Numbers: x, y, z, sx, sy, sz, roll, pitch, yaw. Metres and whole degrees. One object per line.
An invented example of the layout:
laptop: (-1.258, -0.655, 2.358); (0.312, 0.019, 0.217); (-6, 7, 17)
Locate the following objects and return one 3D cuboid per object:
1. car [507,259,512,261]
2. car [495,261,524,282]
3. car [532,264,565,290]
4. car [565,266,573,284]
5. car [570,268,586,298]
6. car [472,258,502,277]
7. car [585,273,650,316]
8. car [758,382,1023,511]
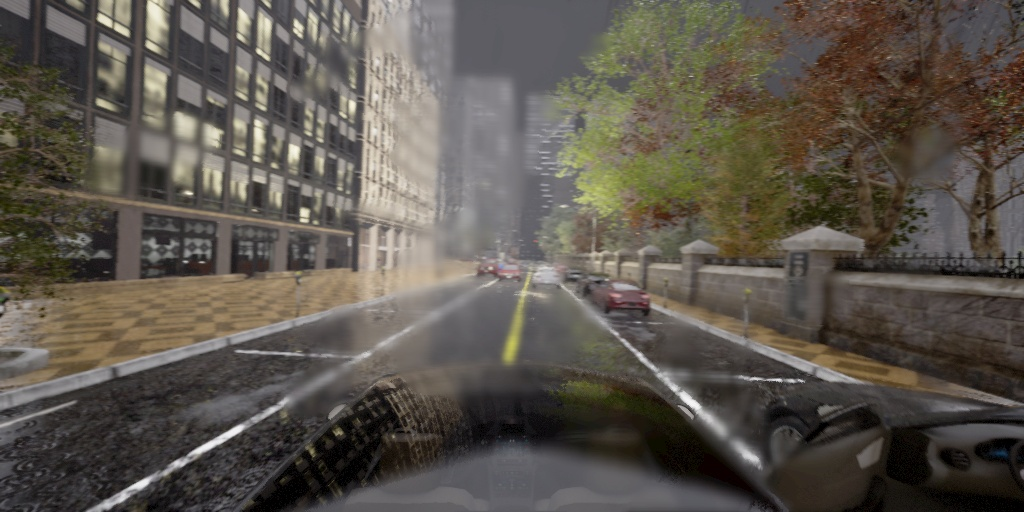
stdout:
car: (-1.427, 1.509, 53.779); (1.751, 1.417, 4.829); (0, 0, 3)
car: (-0.096, 1.435, 31.027); (1.812, 1.442, 4.674); (2, 0, 4)
car: (2.447, 1.494, 25.204); (1.812, 1.442, 4.674); (2, 0, 4)
car: (5.290, 1.669, 31.245); (1.948, 1.339, 4.313); (0, 0, 3)
car: (4.643, 1.585, 20.164); (1.948, 1.339, 4.313); (0, 0, 3)
car: (-2.387, 1.177, 37.355); (2.192, 1.841, 5.009); (0, 0, 3)
car: (4.319, 1.558, 14.624); (1.802, 1.307, 4.207); (0, 0, 3)
car: (3.235, 1.390, 1.491); (1.812, 1.442, 4.674); (2, 0, 3)
